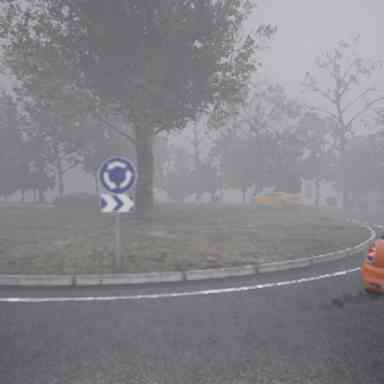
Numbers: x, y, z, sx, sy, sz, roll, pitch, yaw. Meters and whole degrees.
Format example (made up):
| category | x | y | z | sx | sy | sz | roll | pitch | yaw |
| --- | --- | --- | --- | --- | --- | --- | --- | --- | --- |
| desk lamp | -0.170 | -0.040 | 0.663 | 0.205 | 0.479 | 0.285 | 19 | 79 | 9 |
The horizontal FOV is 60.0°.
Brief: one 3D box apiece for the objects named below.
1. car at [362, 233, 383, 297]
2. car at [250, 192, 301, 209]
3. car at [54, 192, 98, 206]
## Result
| category | x | y | z | sx | sy | sz | roll | pitch | yaw |
| --- | --- | --- | --- | --- | --- | --- | --- | --- | --- |
| car | 5.580 | 1.202 | 6.691 | 4.553 | 1.767 | 2.097 | -1 | 1 | -30 |
| car | 7.807 | 0.717 | 31.526 | 1.882 | 1.535 | 5.008 | 0 | 1 | -42 |
| car | -11.693 | 0.679 | 33.636 | 4.181 | 1.385 | 1.994 | -1 | 1 | -29 |
